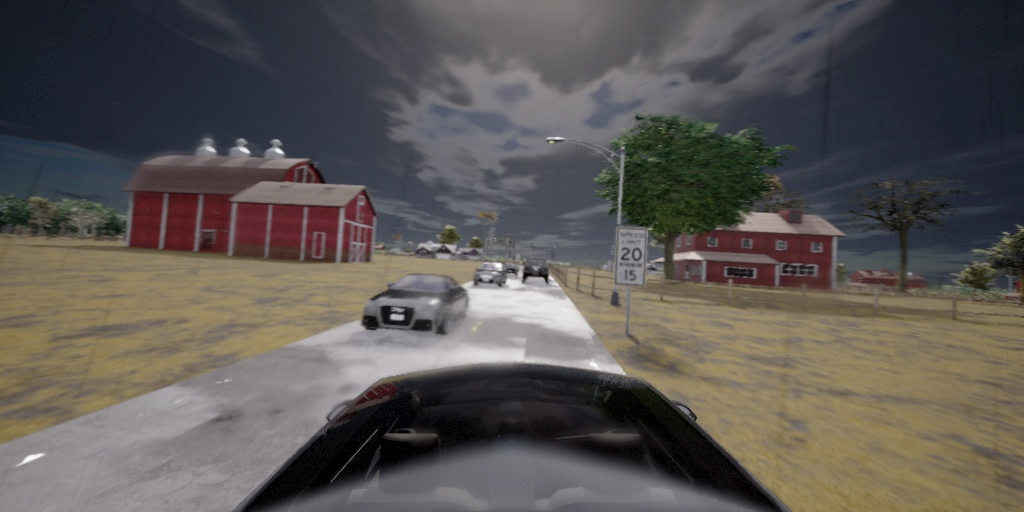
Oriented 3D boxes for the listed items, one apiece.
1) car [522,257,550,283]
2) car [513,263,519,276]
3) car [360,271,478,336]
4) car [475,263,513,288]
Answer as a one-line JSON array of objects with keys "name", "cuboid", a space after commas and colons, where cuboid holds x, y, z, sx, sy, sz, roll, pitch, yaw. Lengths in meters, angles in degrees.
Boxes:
[{"name": "car", "cuboid": [2.055, 1.135, 30.541, 2.150, 2.045, 5.566, 3, 0, 4]}, {"name": "car", "cuboid": [-0.271, 1.412, 38.476, 1.895, 1.301, 4.718, 3, 0, 5]}, {"name": "car", "cuboid": [-2.413, 1.189, 9.972, 1.994, 1.385, 4.181, 3, 0, 4]}, {"name": "car", "cuboid": [-1.374, 1.199, 24.106, 2.128, 1.511, 4.902, 3, 0, 4]}]
